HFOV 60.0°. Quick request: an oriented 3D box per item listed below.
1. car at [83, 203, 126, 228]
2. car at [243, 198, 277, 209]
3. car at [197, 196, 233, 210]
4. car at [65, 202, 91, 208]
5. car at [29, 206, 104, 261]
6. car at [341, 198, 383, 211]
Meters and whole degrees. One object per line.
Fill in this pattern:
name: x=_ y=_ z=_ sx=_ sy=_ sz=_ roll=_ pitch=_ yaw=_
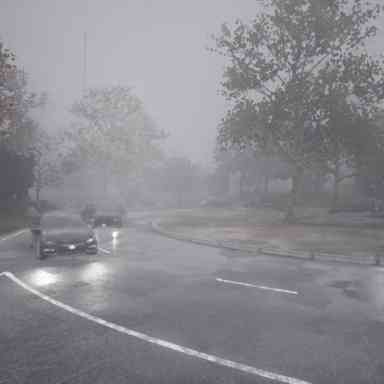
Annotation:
car: x=-5.458 y=1.547 z=22.100 sx=2.033 sy=1.411 sz=5.357 roll=0 pitch=0 yaw=-6
car: x=8.548 y=1.476 z=41.733 sx=4.181 sy=1.385 sz=1.994 roll=0 pitch=0 yaw=-10
car: x=2.898 y=1.293 z=42.987 sx=4.553 sy=1.767 sz=2.097 roll=-1 pitch=0 yaw=-25
car: x=-8.466 y=1.491 z=24.701 sx=2.128 sy=1.511 sz=4.902 roll=0 pitch=0 yaw=5
car: x=-5.004 y=1.505 z=12.629 sx=1.837 sy=1.490 sz=4.892 roll=0 pitch=0 yaw=-30
car: x=20.767 y=1.538 z=40.331 sx=4.892 sy=1.490 sz=1.837 roll=1 pitch=0 yaw=29
